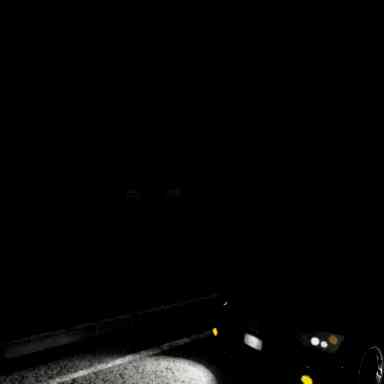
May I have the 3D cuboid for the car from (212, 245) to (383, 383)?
[{"bbox_3d":[2.334,1.565,5.044,4.181,1.385,1.994,0,0,-36],"label":"car"}]
